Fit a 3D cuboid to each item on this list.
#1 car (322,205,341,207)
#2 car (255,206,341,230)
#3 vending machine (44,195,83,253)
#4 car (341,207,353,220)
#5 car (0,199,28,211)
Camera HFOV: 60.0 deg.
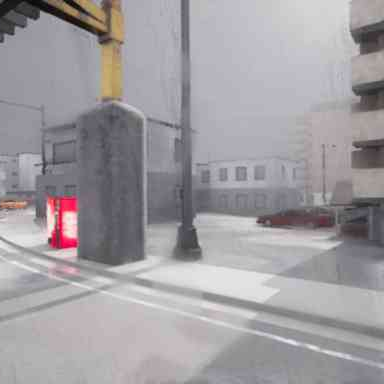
[{"bbox_3d":[9.108,1.874,25.946,3.988,1.617,1.851,1,0,35],"label":"car"},{"bbox_3d":[7.278,1.865,23.565,5.357,1.415,2.033,0,0,35],"label":"car"},{"bbox_3d":[-4.969,1.181,12.834,1.100,2.100,0.880,-1,0,-45],"label":"vending machine"},{"bbox_3d":[12.579,2.023,31.451,5.027,1.636,2.152,-1,0,35],"label":"car"},{"bbox_3d":[-25.746,1.753,47.532,2.097,1.767,4.553,-1,-2,11],"label":"car"}]
